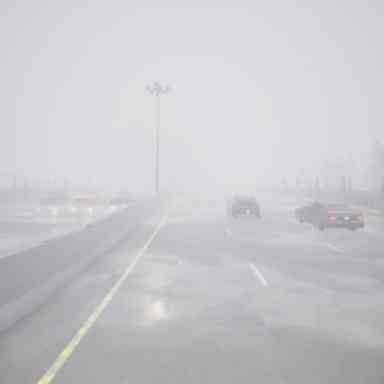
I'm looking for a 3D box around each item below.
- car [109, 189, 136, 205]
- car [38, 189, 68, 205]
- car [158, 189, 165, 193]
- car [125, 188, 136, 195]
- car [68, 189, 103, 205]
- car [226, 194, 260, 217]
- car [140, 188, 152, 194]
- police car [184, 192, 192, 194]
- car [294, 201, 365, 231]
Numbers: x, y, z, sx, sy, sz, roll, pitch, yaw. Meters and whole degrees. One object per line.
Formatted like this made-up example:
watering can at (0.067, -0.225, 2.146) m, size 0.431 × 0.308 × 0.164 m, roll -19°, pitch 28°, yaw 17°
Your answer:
car at (-7.095, 0.536, 34.240) m, size 1.812 × 1.442 × 4.674 m, roll 0°, pitch 2°, yaw 0°
car at (-14.094, 0.511, 34.347) m, size 1.837 × 1.490 × 4.892 m, roll 0°, pitch 2°, yaw 0°
car at (-7.001, 0.008, 76.030) m, size 2.128 × 1.511 × 4.902 m, roll 0°, pitch -2°, yaw 0°
car at (-14.001, 0.008, 76.030) m, size 1.812 × 1.442 × 4.674 m, roll 0°, pitch -2°, yaw 0°
car at (-10.595, 0.491, 34.163) m, size 1.882 × 1.535 × 5.008 m, roll 0°, pitch 2°, yaw 0°
car at (3.599, 0.901, 23.763) m, size 1.837 × 1.490 × 4.892 m, roll 0°, pitch 2°, yaw 0°
car at (-10.501, -0.160, 76.066) m, size 2.097 × 1.767 × 4.553 m, roll 0°, pitch -2°, yaw 0°
police car at (-1.051, 0.699, 87.503) m, size 1.930 × 1.638 × 5.238 m, roll 0°, pitch -4°, yaw 0°
car at (7.103, 1.165, 17.737) m, size 2.033 × 1.411 × 5.357 m, roll 0°, pitch 2°, yaw 0°
